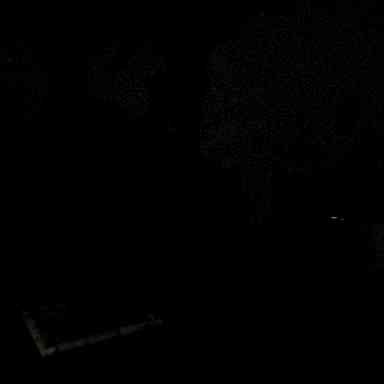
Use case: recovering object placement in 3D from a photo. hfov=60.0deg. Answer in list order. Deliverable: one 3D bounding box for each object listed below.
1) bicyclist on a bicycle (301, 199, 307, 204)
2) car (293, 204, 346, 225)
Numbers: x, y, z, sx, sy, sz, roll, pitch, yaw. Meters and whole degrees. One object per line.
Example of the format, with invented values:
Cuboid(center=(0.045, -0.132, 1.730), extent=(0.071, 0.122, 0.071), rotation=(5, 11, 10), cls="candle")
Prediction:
Cuboid(center=(10.742, 1.499, 31.876), extent=(1.656, 1.620, 0.582), rotation=(0, 0, -35), cls="bicyclist on a bicycle")
Cuboid(center=(8.780, 1.656, 24.483), extent=(1.837, 1.490, 4.892), rotation=(0, 0, -35), cls="car")
